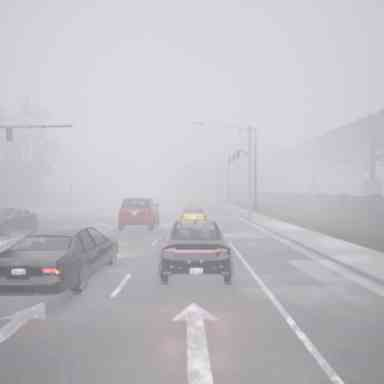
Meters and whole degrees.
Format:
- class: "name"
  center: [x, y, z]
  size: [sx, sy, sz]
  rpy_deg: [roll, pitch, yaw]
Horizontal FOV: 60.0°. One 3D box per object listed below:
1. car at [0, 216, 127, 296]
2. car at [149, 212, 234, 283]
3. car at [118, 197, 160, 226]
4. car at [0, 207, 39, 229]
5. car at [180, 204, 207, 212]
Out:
- class: "car"
  center: [-3.398, 1.625, 9.035]
  size: [2.033, 1.411, 5.357]
  rpy_deg: [0, 0, 0]
- class: "car"
  center: [0.098, 1.575, 9.912]
  size: [2.128, 1.511, 4.902]
  rpy_deg: [0, 0, 0]
- class: "car"
  center: [-3.431, 1.366, 22.103]
  size: [2.150, 2.045, 5.566]
  rpy_deg: [0, 0, -1]
- class: "car"
  center: [-10.526, 1.627, 18.881]
  size: [2.128, 1.511, 4.902]
  rpy_deg: [0, 0, 0]
- class: "car"
  center: [0.096, 1.603, 23.194]
  size: [1.801, 1.575, 5.366]
  rpy_deg: [0, 0, 0]
